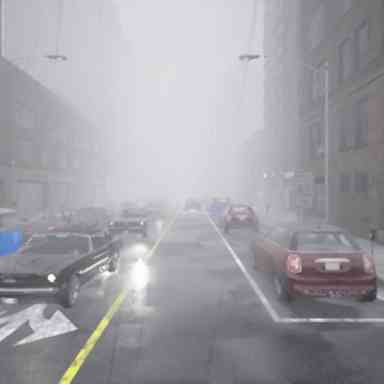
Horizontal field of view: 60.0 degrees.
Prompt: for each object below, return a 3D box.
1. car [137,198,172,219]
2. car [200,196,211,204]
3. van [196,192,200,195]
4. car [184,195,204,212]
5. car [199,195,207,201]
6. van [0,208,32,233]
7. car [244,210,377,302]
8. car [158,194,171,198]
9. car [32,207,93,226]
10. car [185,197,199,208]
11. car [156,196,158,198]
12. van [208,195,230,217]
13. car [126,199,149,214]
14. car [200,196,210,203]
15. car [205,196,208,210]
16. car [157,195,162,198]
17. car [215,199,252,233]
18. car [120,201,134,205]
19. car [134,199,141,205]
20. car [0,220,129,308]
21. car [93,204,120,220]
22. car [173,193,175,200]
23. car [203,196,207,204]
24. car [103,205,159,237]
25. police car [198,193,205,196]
[{"bbox_3d":[-3.105,1.525,28.703,2.033,1.411,5.357,0,0,0],"label":"car"},{"bbox_3d":[2.634,1.500,64.940,1.947,1.339,4.313,0,0,0],"label":"car"},{"bbox_3d":[2.623,1.238,87.618,1.690,1.788,3.998,0,0,0],"label":"van"},{"bbox_3d":[0.081,1.471,38.764,1.837,1.490,4.892,0,0,0],"label":"car"},{"bbox_3d":[2.626,1.491,81.948,1.802,1.307,4.206,0,0,0],"label":"car"},{"bbox_3d":[-5.863,1.336,8.240,1.690,1.788,3.998,0,0,0],"label":"van"},{"bbox_3d":[2.663,1.434,8.247,1.967,1.590,4.097,0,0,0],"label":"car"},{"bbox_3d":[-5.892,1.250,64.924,2.192,1.841,5.009,0,0,0],"label":"car"},{"bbox_3d":[-5.865,1.430,13.909,1.967,1.590,4.097,0,0,0],"label":"car"},{"bbox_3d":[-0.019,1.502,49.234,2.033,1.411,5.357,0,0,0],"label":"car"},{"bbox_3d":[-5.880,1.529,42.250,1.947,1.339,4.313,0,0,0],"label":"car"},{"bbox_3d":[2.651,1.315,30.924,1.690,1.788,3.998,0,0,0],"label":"van"},{"bbox_3d":[-5.877,1.495,36.412,1.752,1.417,4.829,0,0,0],"label":"car"},{"bbox_3d":[2.631,1.492,70.609,1.947,1.339,4.313,0,0,0],"label":"car"},{"bbox_3d":[2.649,1.494,36.763,1.752,1.417,4.829,0,0,0],"label":"car"},{"bbox_3d":[-5.883,1.501,47.918,1.887,1.381,4.507,0,0,0],"label":"car"},{"bbox_3d":[2.657,1.425,19.585,1.967,1.590,4.097,0,0,0],"label":"car"},{"bbox_3d":[-5.871,1.563,25.246,1.802,1.307,4.206,0,0,0],"label":"car"},{"bbox_3d":[-5.874,1.541,30.914,1.947,1.339,4.313,0,0,0],"label":"car"},{"bbox_3d":[-3.103,1.595,8.030,1.895,1.301,4.718,0,0,3],"label":"car"},{"bbox_3d":[-5.868,1.552,19.577,1.947,1.339,4.313,0,0,0],"label":"car"},{"bbox_3d":[-5.900,1.436,81.759,1.752,1.417,4.829,0,0,0],"label":"car"},{"bbox_3d":[2.646,1.513,42.263,2.008,1.369,4.403,0,0,0],"label":"car"},{"bbox_3d":[-3.108,1.588,18.013,1.895,1.301,4.718,0,0,0],"label":"car"},{"bbox_3d":[2.338,1.372,54.352,1.930,1.638,5.238,0,0,0],"label":"police car"}]
